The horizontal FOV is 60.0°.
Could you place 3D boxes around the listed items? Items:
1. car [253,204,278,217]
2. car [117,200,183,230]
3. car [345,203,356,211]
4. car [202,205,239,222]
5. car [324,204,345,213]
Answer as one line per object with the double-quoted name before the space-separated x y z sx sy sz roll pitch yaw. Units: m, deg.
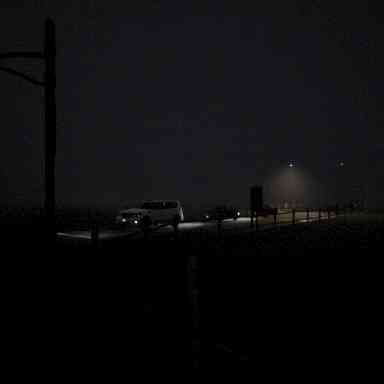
"car" 8.900 2.265 40.768 2.128 1.511 4.902 0 -1 36
"car" -2.947 1.608 24.601 2.150 2.045 5.566 0 -1 36
"car" 29.807 2.867 63.089 1.837 1.490 4.892 0 -1 36
"car" 2.869 2.067 32.539 2.128 1.511 4.902 0 -1 36
"car" 22.557 2.644 53.176 1.812 1.442 4.674 0 -1 36
